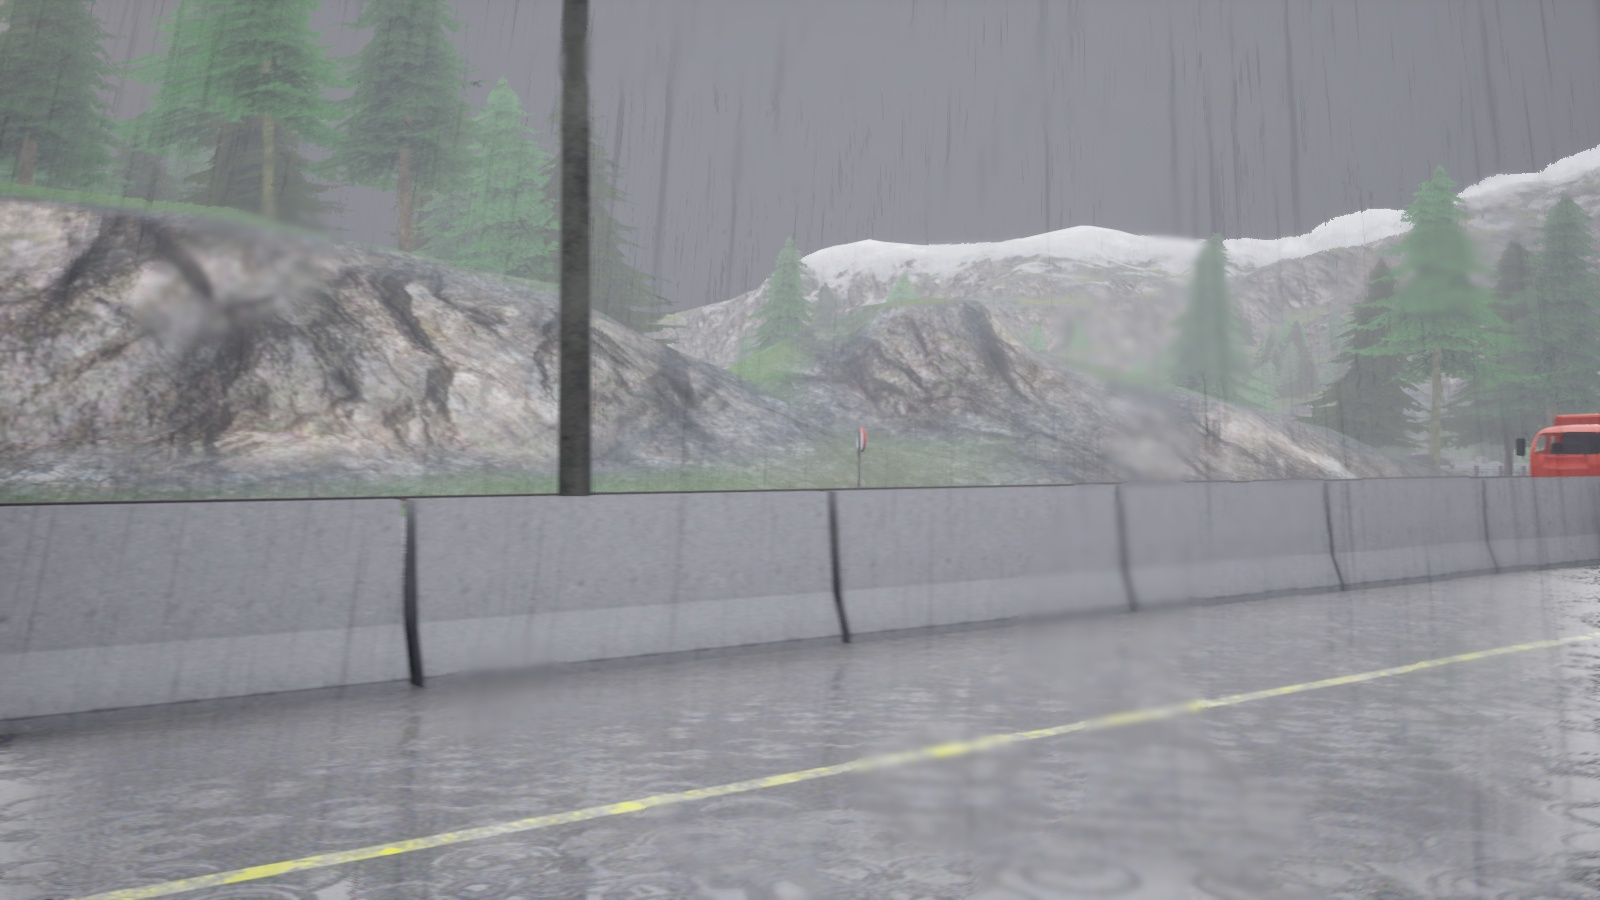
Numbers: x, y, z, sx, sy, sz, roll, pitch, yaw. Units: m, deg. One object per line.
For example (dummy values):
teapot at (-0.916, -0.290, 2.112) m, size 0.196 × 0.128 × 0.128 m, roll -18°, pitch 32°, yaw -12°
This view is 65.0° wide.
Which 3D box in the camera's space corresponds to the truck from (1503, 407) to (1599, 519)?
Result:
truck at (19.437, 0.290, 29.983) m, size 5.204 × 2.467 × 2.627 m, roll 0°, pitch 0°, yaw -35°

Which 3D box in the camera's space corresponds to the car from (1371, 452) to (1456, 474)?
car at (41.847, 0.871, 85.714) m, size 4.892 × 1.490 × 1.837 m, roll 0°, pitch 0°, yaw 2°
